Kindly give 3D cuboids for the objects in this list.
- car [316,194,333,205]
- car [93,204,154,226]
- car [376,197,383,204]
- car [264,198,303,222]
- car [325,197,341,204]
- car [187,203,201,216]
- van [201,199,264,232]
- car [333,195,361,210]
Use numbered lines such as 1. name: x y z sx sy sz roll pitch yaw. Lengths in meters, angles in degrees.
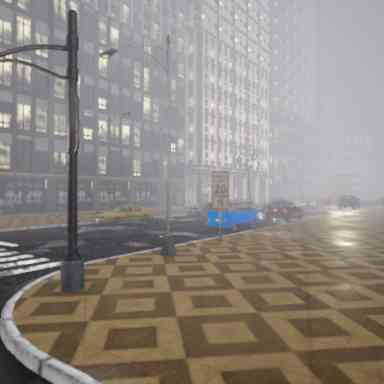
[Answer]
1. car: 25.007 1.382 62.599 2.192 1.841 5.009 0 0 38
2. car: -4.822 1.542 23.987 1.752 1.417 4.829 0 0 38
3. car: 38.034 1.659 66.620 1.947 1.339 4.313 0 0 38
4. car: 7.527 1.473 26.914 1.967 1.590 4.097 0 0 38
5. car: 28.397 1.626 67.011 2.008 1.369 4.403 0 0 38
6. car: 1.279 1.606 31.715 1.802 1.307 4.206 0 0 38
7. van: 2.571 1.369 20.280 1.690 1.788 3.998 0 0 38
8. car: 21.086 1.369 44.562 2.192 1.841 5.009 0 0 38
